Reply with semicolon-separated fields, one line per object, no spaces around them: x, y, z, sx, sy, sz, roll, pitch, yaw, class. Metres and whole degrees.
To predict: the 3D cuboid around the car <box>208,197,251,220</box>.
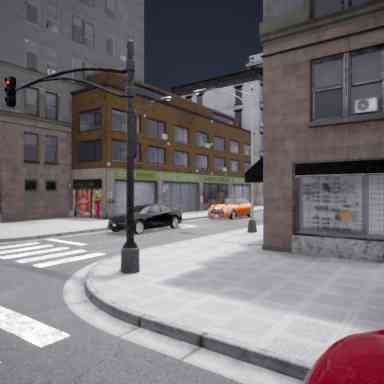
3.154;1.240;26.976;2.097;1.767;4.553;0;0;35;car

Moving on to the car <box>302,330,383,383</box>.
2.745;1.315;0.843;5.009;1.841;2.192;0;0;36;car

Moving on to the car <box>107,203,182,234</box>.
-2.549;1.407;18.989;1.882;1.535;5.008;0;0;34;car
